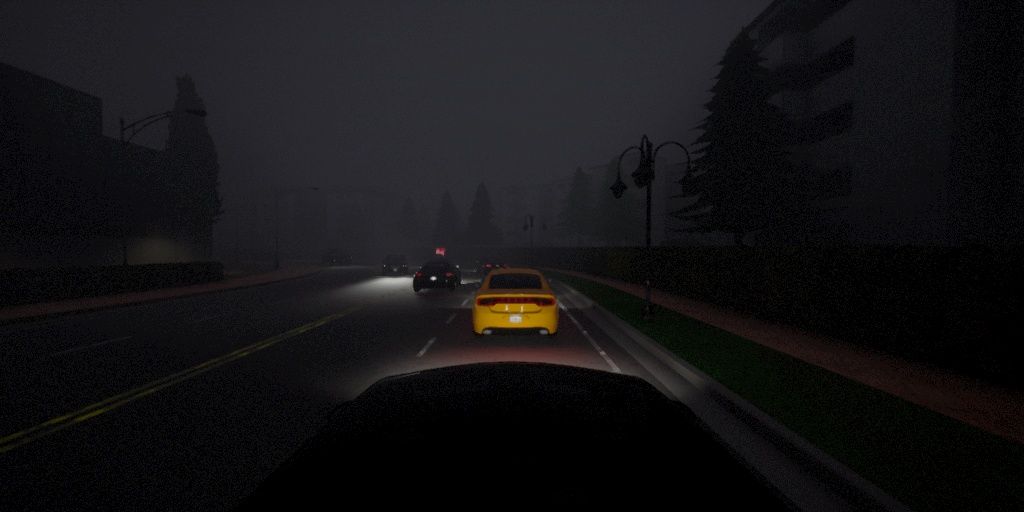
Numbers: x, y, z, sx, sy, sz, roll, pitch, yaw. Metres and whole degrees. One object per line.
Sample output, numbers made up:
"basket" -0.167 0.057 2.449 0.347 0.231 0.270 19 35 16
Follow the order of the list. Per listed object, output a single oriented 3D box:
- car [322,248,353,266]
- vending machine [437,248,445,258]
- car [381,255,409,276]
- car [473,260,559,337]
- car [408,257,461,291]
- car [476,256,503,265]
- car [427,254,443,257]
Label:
"car" -20.437 0.064 41.751 2.150 2.045 5.566 -1 2 -42
"vending machine" -10.396 -0.203 52.406 1.100 2.100 0.880 0 0 -43
"car" -8.941 0.654 27.632 2.128 1.511 4.902 0 1 -17
"car" 0.078 1.048 9.648 1.882 1.535 5.008 0 2 0
"car" -3.692 0.940 18.199 1.994 1.385 4.181 0 1 -4
"car" -1.669 0.692 28.429 2.033 1.411 5.357 0 1 -14
"car" -7.298 0.545 33.963 1.812 1.442 4.674 0 1 -22
